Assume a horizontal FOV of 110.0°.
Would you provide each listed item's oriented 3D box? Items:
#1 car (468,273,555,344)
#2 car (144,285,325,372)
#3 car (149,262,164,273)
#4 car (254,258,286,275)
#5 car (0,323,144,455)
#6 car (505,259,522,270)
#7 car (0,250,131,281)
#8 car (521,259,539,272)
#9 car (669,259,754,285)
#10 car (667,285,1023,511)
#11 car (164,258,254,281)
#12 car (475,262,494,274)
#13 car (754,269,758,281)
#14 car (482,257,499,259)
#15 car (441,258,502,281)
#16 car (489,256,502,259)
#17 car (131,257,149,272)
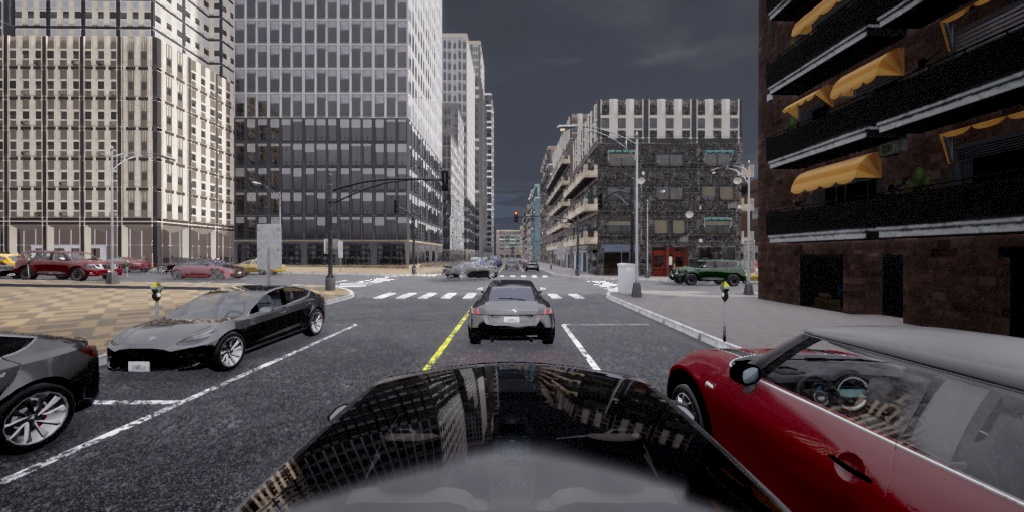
[{"bbox_3d":[-0.013,1.313,9.583,1.994,1.385,4.181,0,0,0],"label":"car"},{"bbox_3d":[-5.700,1.315,7.653,1.948,1.339,4.313,0,0,0],"label":"car"},{"bbox_3d":[-27.550,0.815,30.554,4.313,1.339,1.948,0,0,-1],"label":"car"},{"bbox_3d":[-22.105,0.880,30.715,4.829,1.417,1.751,0,0,-1],"label":"car"},{"bbox_3d":[-5.688,1.316,2.407,1.948,1.339,4.313,0,0,0],"label":"car"},{"bbox_3d":[-0.015,1.246,53.830,2.128,1.511,4.902,0,0,0],"label":"car"},{"bbox_3d":[-27.428,0.590,22.173,5.009,1.841,2.192,0,0,-1],"label":"car"},{"bbox_3d":[2.593,1.319,47.317,1.948,1.339,4.313,0,0,0],"label":"car"},{"bbox_3d":[15.524,1.289,28.542,5.566,2.045,2.150,1,0,-1],"label":"car"},{"bbox_3d":[2.693,1.190,2.427,1.967,1.591,4.097,0,0,0],"label":"car"},{"bbox_3d":[-20.886,0.955,24.850,4.181,1.385,1.994,1,0,-1],"label":"car"},{"bbox_3d":[-3.186,1.353,41.898,1.895,1.301,4.718,0,0,0],"label":"car"},{"bbox_3d":[21.303,1.697,31.215,4.829,1.417,1.751,0,0,-1],"label":"car"},{"bbox_3d":[-3.204,1.259,51.888,1.837,1.490,4.892,0,0,0],"label":"car"},{"bbox_3d":[-3.362,1.201,29.036,4.902,1.511,2.128,1,0,-43],"label":"car"},{"bbox_3d":[-3.204,0.979,62.361,2.150,2.045,5.566,0,0,0],"label":"car"},{"bbox_3d":[-33.168,0.726,30.478,4.207,1.307,1.802,0,0,-1],"label":"car"}]
